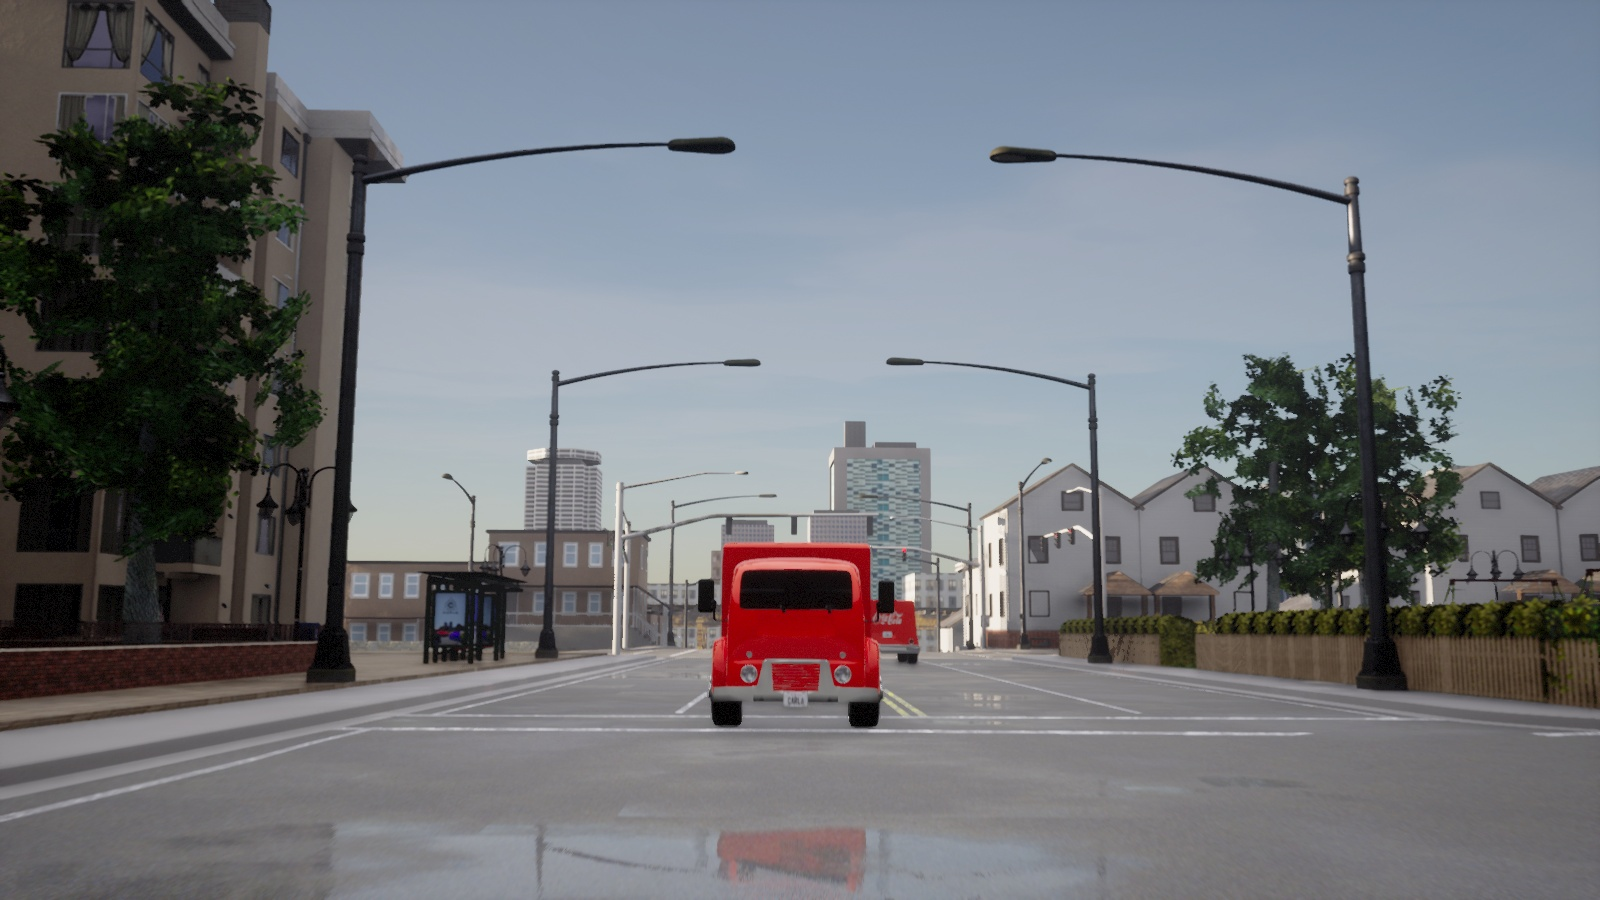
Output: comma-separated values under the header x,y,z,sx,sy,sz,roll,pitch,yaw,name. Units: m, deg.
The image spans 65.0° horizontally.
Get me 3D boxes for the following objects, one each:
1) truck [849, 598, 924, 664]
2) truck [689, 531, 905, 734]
x,y,z,sx,sy,sz,roll,pitch,yaw,name
3.392,7.275,50.512,2.627,2.467,5.204,0,-8,0,truck
-0.041,2.604,18.056,2.627,2.467,5.204,0,-8,0,truck
